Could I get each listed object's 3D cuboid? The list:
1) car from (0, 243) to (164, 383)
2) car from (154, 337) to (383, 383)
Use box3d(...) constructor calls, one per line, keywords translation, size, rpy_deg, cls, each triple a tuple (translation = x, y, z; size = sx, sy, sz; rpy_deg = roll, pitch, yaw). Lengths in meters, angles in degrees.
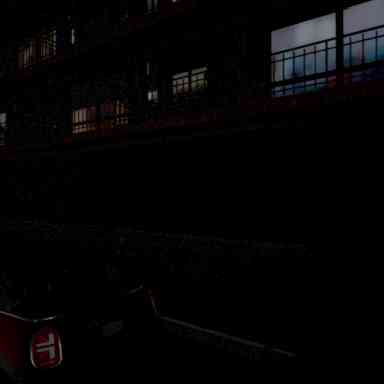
box3d(translation=(-2.407, 1.445, 4.596), size=(4.097, 1.590, 1.967), rpy_deg=(0, 0, 36), cls="car")
box3d(translation=(2.181, 1.543, 1.321), size=(4.507, 1.381, 1.887), rpy_deg=(0, 0, 36), cls="car")
